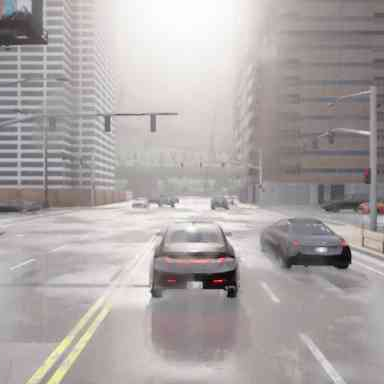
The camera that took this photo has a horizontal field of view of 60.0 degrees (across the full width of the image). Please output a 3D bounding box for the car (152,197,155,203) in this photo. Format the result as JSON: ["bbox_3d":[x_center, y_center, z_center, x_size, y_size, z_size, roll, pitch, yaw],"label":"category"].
[{"bbox_3d":[-7.143,1.582,62.631,1.895,1.301,4.718,0,0,0],"label":"car"}]

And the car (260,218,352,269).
[{"bbox_3d":[3.563,1.561,11.149,1.994,1.385,4.181,0,0,0],"label":"car"}]

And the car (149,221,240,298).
[{"bbox_3d":[0.052,1.489,8.497,2.128,1.511,4.902,0,0,0],"label":"car"}]

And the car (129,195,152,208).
[{"bbox_3d":[-7.237,1.512,47.070,1.812,1.442,4.674,0,0,1],"label":"car"}]

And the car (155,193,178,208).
[{"bbox_3d":[-3.658,1.209,48.016,2.150,2.045,5.566,0,0,0],"label":"car"}]

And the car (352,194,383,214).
[{"bbox_3d":[18.968,1.342,33.036,4.553,1.767,2.097,0,0,0],"label":"car"}]

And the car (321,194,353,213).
[{"bbox_3d":[17.143,1.211,36.556,5.566,2.045,2.150,0,0,0],"label":"car"}]

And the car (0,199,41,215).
[{"bbox_3d":[-17.610,1.482,33.121,4.902,1.511,2.128,0,0,1],"label":"car"}]

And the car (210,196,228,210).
[{"bbox_3d":[3.534,1.339,43.862,2.097,1.767,4.553,0,0,0],"label":"car"}]
